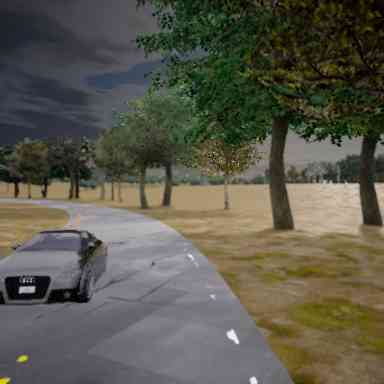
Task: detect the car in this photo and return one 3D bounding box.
[{"bbox_3d":[-3.264,1.639,8.153,1.994,1.385,4.181,0,0,-6],"label":"car"}]

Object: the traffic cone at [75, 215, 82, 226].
[{"bbox_3d":[-8.149,2.108,23.555,0.340,0.580,0.340,0,0,-15],"label":"traffic cone"}]

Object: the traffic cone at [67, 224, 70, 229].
[{"bbox_3d":[-7.009,2.095,18.823,0.340,0.580,0.340,0,0,-12],"label":"traffic cone"}]
